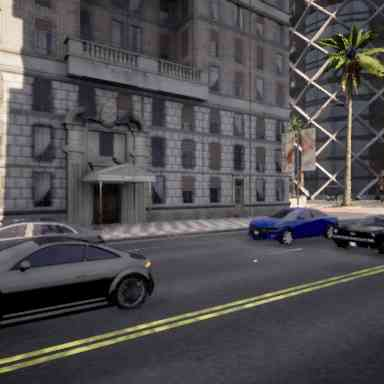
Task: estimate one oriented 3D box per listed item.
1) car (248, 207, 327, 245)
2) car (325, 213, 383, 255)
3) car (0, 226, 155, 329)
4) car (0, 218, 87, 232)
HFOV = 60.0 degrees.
[{"bbox_3d":[4.851,1.477,15.699,5.008,1.535,1.882,0,0,-34],"label":"car"},{"bbox_3d":[7.728,1.600,13.420,4.718,1.301,1.895,0,0,-34],"label":"car"},{"bbox_3d":[-2.819,1.564,6.282,4.181,1.385,1.994,0,0,-34],"label":"car"},{"bbox_3d":[-4.837,1.493,9.143,4.902,1.511,2.128,0,0,-34],"label":"car"}]
